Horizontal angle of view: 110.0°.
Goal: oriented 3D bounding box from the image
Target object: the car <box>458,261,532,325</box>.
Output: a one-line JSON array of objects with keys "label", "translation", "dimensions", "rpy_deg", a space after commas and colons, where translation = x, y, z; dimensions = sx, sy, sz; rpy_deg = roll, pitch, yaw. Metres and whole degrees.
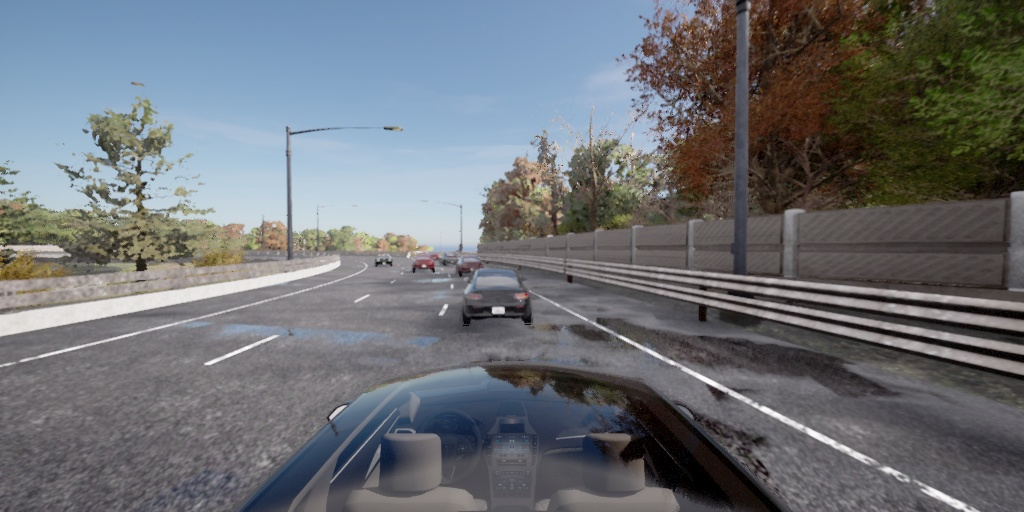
[{"label": "car", "translation": [-0.491, 1.071, 10.805], "dimensions": [1.812, 1.442, 4.674], "rpy_deg": [0, 1, -4]}]

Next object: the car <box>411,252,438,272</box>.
[{"label": "car", "translation": [-7.853, 0.609, 31.673], "dimensions": [1.812, 1.442, 4.674], "rpy_deg": [0, 1, -16]}]

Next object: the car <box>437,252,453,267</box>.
[{"label": "car", "translation": [-7.147, 0.369, 40.801], "dimensions": [2.128, 1.511, 4.902], "rpy_deg": [0, 2, -19]}]

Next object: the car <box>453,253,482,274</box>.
[{"label": "car", "translation": [-3.235, 0.704, 27.214], "dimensions": [1.812, 1.442, 4.674], "rpy_deg": [0, 1, -13]}]

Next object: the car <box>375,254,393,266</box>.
[{"label": "car", "translation": [-14.917, 0.469, 41.579], "dimensions": [1.895, 1.301, 4.718], "rpy_deg": [-1, 1, -22]}]
